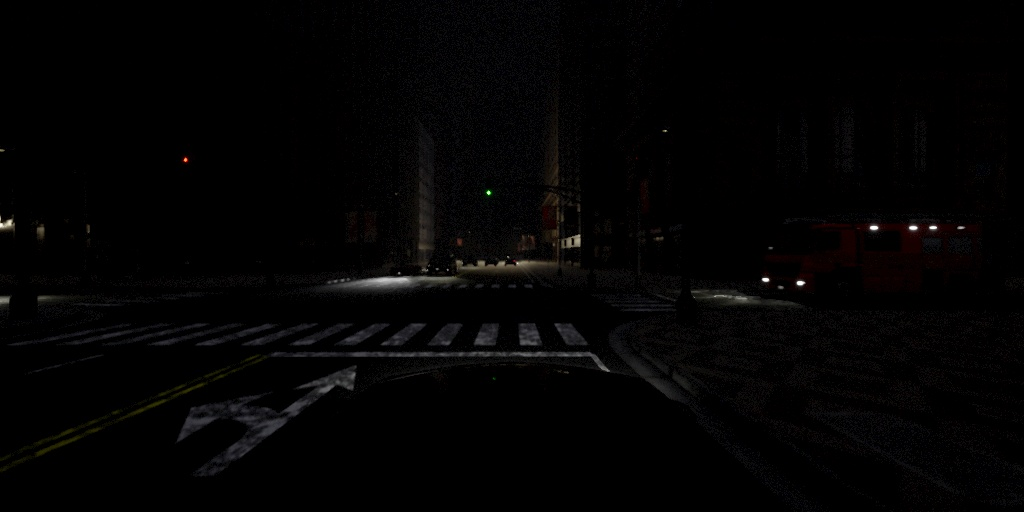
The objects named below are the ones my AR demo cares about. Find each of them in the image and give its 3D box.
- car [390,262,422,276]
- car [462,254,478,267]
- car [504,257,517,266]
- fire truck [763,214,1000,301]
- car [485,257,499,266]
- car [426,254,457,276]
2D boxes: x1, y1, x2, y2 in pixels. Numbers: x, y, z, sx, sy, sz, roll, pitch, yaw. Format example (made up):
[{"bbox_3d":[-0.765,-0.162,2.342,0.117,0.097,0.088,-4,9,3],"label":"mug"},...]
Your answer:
[{"bbox_3d":[-9.980,1.183,33.919,1.895,1.301,4.718,0,0,0],"label":"car"},{"bbox_3d":[-6.751,0.676,58.004,2.150,2.045,5.566,0,0,0],"label":"car"},{"bbox_3d":[-0.251,0.966,60.196,1.812,1.442,4.674,0,0,0],"label":"car"},{"bbox_3d":[16.771,0.029,16.720,8.468,3.827,2.891,0,0,0],"label":"fire truck"},{"bbox_3d":[-3.499,0.934,59.765,2.128,1.511,4.902,0,0,0],"label":"car"},{"bbox_3d":[-6.733,0.797,34.984,2.150,2.045,5.566,0,0,0],"label":"car"}]
